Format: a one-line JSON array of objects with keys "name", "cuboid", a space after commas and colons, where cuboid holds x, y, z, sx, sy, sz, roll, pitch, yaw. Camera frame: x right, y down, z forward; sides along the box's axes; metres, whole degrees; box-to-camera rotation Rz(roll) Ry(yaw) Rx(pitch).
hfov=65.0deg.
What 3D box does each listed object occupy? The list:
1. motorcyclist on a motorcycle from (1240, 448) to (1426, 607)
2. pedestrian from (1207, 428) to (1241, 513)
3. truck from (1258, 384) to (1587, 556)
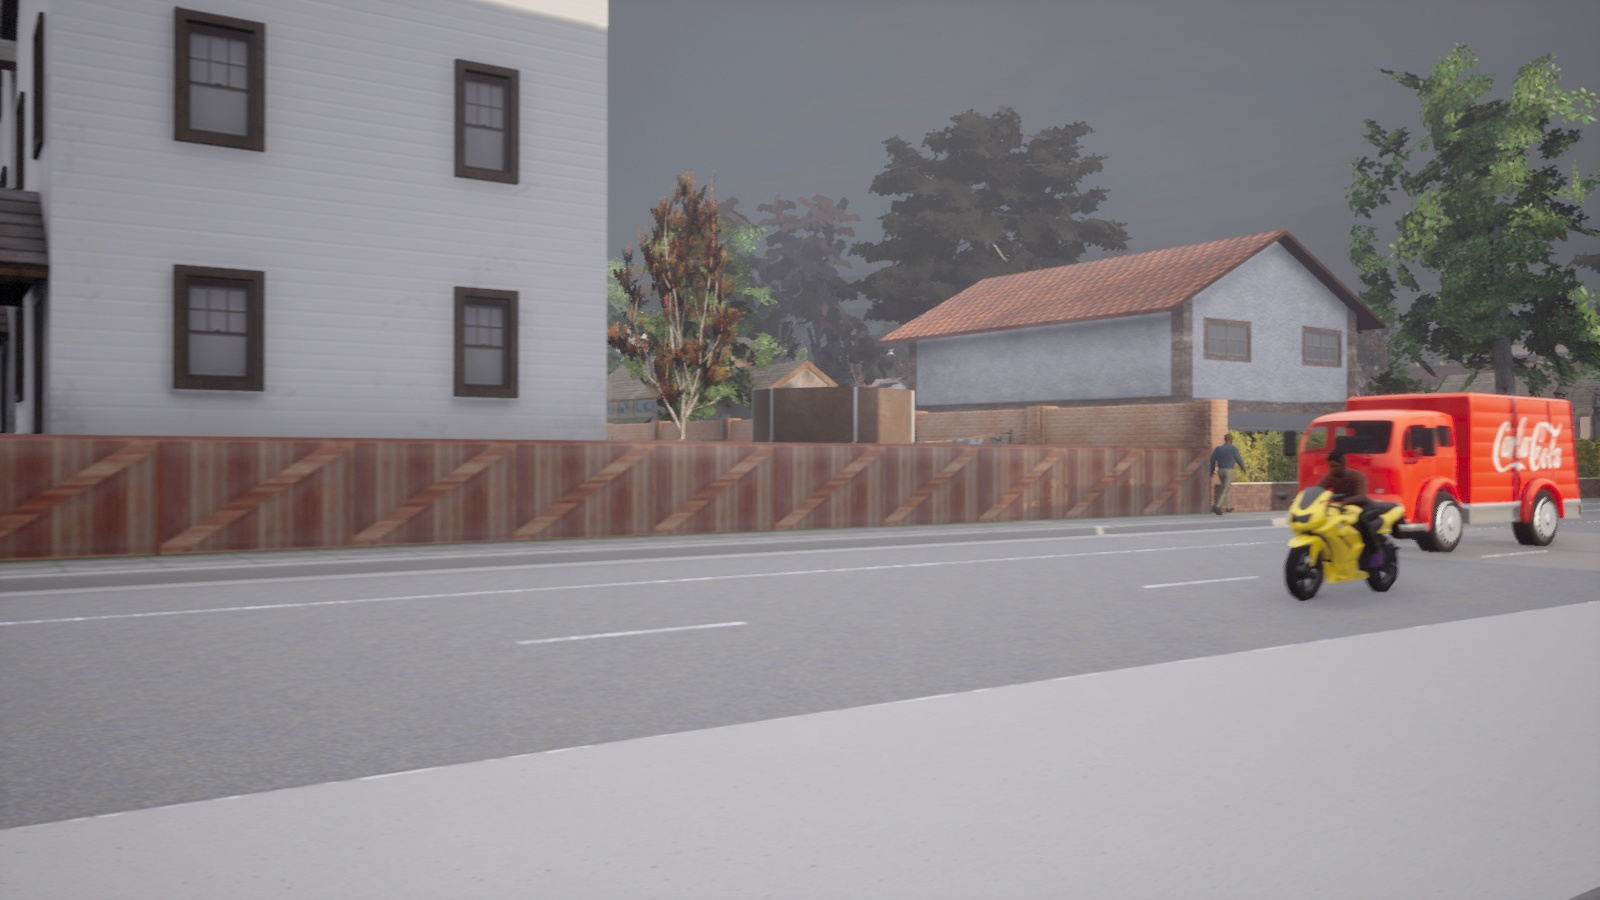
[{"name": "motorcyclist on a motorcycle", "cuboid": [5.536, 0.747, 12.995, 2.044, 1.523, 0.797, 0, 0, -35]}, {"name": "pedestrian", "cuboid": [9.270, 0.447, 27.420, 0.726, 1.835, 0.370, 0, 0, -39]}, {"name": "truck", "cuboid": [10.234, 0.287, 20.531, 5.204, 2.467, 2.627, 0, 0, -35]}]
